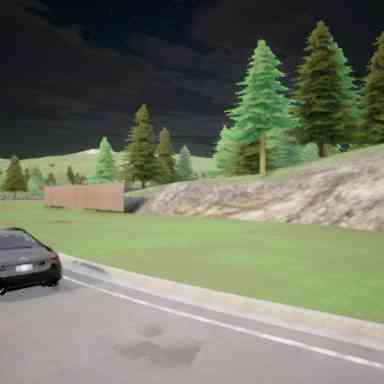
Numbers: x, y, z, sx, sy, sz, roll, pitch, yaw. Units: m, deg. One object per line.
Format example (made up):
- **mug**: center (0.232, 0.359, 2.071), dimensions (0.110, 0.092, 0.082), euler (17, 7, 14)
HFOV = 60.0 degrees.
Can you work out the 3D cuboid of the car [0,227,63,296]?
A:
- **car**: center (-5.016, 1.589, 8.436), dimensions (4.181, 1.385, 1.994), euler (0, 0, 43)
